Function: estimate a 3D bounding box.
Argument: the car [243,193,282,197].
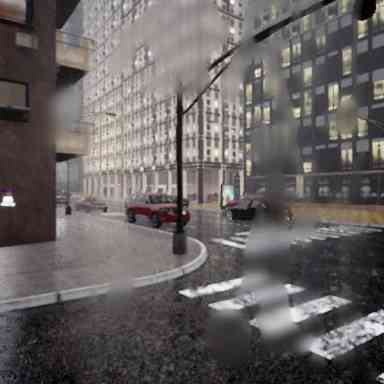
[{"bbox_3d":[4.588,0.980,24.602,2.192,1.841,5.009,1,0,-36],"label":"car"}]

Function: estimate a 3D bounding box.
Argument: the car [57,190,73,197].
[{"bbox_3d":[-24.812,0.263,64.957,1.887,1.381,4.507,1,0,-36],"label":"car"}]

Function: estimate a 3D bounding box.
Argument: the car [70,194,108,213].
[{"bbox_3d":[-8.686,1.042,28.586,1.802,1.307,4.206,1,0,-36],"label":"car"}]

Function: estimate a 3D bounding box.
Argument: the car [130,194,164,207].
[{"bbox_3d":[-5.216,0.919,38.054,1.947,1.339,4.313,1,0,-36],"label":"car"}]

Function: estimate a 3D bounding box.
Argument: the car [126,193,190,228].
[{"bbox_3d":[-2.149,0.983,19.619,2.192,1.841,5.009,1,0,-36],"label":"car"}]

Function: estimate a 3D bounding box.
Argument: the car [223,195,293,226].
[{"bbox_3d":[4.026,1.220,20.944,1.837,1.490,4.892,0,1,-36],"label":"car"}]

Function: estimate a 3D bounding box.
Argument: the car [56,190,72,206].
[{"bbox_3d":[-15.217,0.802,37.551,2.008,1.369,4.403,1,0,-36],"label":"car"}]

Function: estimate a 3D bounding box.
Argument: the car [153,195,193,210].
[{"bbox_3d":[-1.950,1.024,33.570,1.947,1.339,4.313,1,0,-36],"label":"car"}]

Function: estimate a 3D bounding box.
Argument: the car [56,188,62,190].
[{"bbox_3d":[-25.027,0.132,60.834,2.097,1.767,4.553,0,1,-37],"label":"car"}]

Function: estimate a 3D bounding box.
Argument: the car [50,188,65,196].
[{"bbox_3d":[-28.075,0.053,69.439,1.967,1.590,4.097,1,0,-36],"label":"car"}]
